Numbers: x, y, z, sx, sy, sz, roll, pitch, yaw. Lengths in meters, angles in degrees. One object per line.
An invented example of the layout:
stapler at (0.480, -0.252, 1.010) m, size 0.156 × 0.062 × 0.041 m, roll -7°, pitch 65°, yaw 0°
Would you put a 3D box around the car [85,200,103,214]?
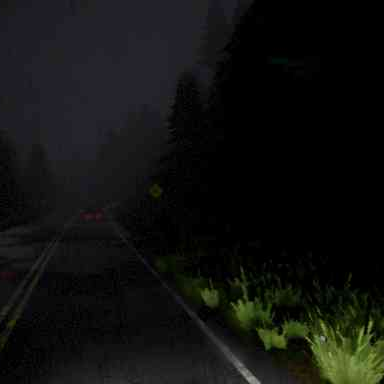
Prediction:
car at (-11.749, 1.721, 39.766) m, size 2.128 × 1.511 × 4.902 m, roll -2°, pitch 0°, yaw -16°
